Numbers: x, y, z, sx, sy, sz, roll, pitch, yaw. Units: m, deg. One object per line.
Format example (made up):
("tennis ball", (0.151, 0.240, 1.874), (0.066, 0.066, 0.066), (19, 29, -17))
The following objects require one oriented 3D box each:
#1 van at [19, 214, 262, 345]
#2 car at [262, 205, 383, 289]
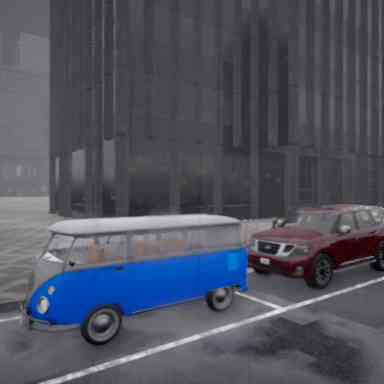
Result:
("van", (-0.790, 1.341, 6.082), (3.998, 1.788, 1.690), (0, 0, -35))
("car", (3.778, 1.316, 9.340), (5.009, 1.841, 2.192), (0, 0, -35))
